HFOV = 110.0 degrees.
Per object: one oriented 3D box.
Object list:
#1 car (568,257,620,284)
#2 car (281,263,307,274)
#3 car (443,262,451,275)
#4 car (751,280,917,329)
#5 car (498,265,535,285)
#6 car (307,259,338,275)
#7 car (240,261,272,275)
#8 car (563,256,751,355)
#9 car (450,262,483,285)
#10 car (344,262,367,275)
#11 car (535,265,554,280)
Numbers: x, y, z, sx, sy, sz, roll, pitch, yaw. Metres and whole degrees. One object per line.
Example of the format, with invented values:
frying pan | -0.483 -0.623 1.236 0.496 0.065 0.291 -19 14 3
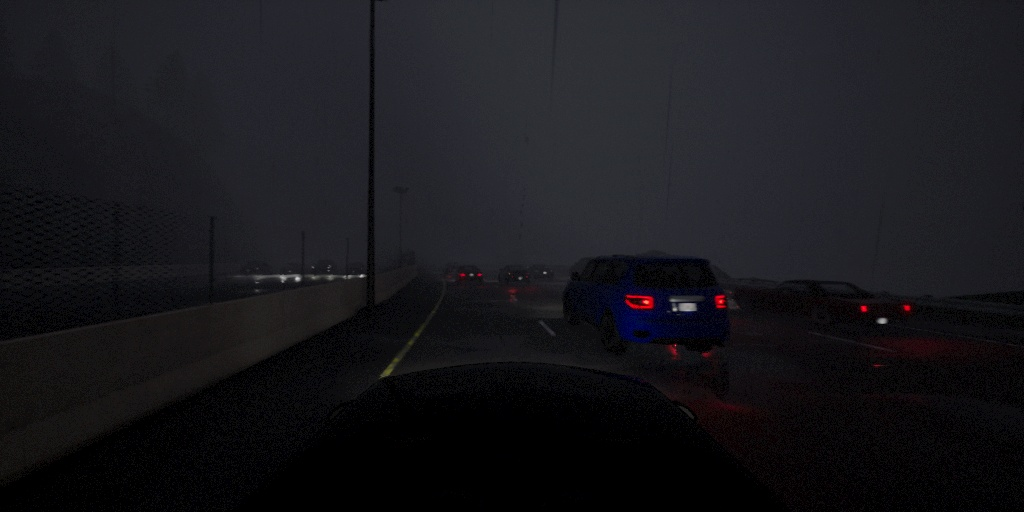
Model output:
car | 6.754 1.139 30.383 2.150 2.045 5.566 0 0 -11
car | -25.279 1.430 41.862 1.895 1.301 4.718 0 0 -17
car | -7.016 1.439 42.301 1.812 1.442 4.674 0 0 -16
car | 9.643 1.442 11.773 1.895 1.301 4.718 0 0 -6
car | 0.126 1.401 27.726 1.812 1.442 4.674 0 0 -11
car | -21.363 1.193 40.946 2.097 1.767 4.553 0 0 -17
car | -28.315 1.312 39.805 1.837 1.490 4.892 0 -1 -17
car | 2.888 1.019 9.067 2.150 2.045 5.566 0 0 -5
car | -3.406 1.406 27.799 2.033 1.411 5.357 0 0 -13
car | -17.591 1.383 40.544 1.812 1.442 4.674 0 0 -16
car | 2.448 1.478 33.589 1.994 1.385 4.181 0 0 -13
